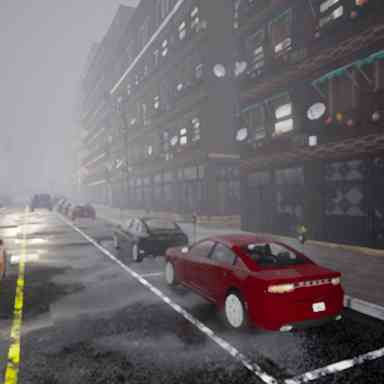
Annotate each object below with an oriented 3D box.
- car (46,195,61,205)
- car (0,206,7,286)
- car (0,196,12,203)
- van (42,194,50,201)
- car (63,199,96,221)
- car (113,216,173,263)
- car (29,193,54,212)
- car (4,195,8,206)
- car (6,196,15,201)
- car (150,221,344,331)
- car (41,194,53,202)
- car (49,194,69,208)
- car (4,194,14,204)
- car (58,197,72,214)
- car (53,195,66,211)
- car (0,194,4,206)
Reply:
[{"bbox_3d":[-23.539,1.406,56.453,1.967,1.590,4.097,1,-1,-26],"label":"car"},{"bbox_3d":[-5.073,1.341,6.797,2.097,1.767,4.553,0,0,-26],"label":"car"},{"bbox_3d":[-37.920,1.559,67.940,1.887,1.381,4.507,1,-1,-26],"label":"car"},{"bbox_3d":[-35.724,1.365,81.281,1.690,1.788,3.998,1,-1,-26],"label":"van"},{"bbox_3d":[-8.887,1.499,26.676,1.887,1.381,4.507,1,-1,-26],"label":"car"},{"bbox_3d":[-1.577,1.522,11.781,2.008,1.369,4.403,1,-1,-26],"label":"car"},{"bbox_3d":[-17.309,1.182,38.191,2.150,2.045,5.566,0,0,-26],"label":"car"},{"bbox_3d":[-28.173,1.545,48.083,1.947,1.339,4.313,1,-1,-26],"label":"car"},{"bbox_3d":[-45.233,1.644,82.836,1.802,1.307,4.206,1,-1,-26],"label":"car"},{"bbox_3d":[0.861,1.525,6.815,1.887,1.381,4.507,1,-1,-26],"label":"car"},{"bbox_3d":[-33.286,1.323,76.316,2.192,1.841,5.009,1,-1,-26],"label":"car"},{"bbox_3d":[-18.662,1.270,46.523,2.192,1.841,5.009,1,-1,-26],"label":"car"},{"bbox_3d":[-35.479,1.318,62.977,2.192,1.841,5.009,1,-1,-26],"label":"car"},{"bbox_3d":[-11.324,1.498,31.640,1.887,1.381,4.507,1,-1,-26],"label":"car"},{"bbox_3d":[-13.752,1.393,36.610,1.967,1.590,4.097,1,-1,-26],"label":"car"},{"bbox_3d":[-23.294,1.288,38.154,2.192,1.841,5.009,1,-1,-26],"label":"car"}]
